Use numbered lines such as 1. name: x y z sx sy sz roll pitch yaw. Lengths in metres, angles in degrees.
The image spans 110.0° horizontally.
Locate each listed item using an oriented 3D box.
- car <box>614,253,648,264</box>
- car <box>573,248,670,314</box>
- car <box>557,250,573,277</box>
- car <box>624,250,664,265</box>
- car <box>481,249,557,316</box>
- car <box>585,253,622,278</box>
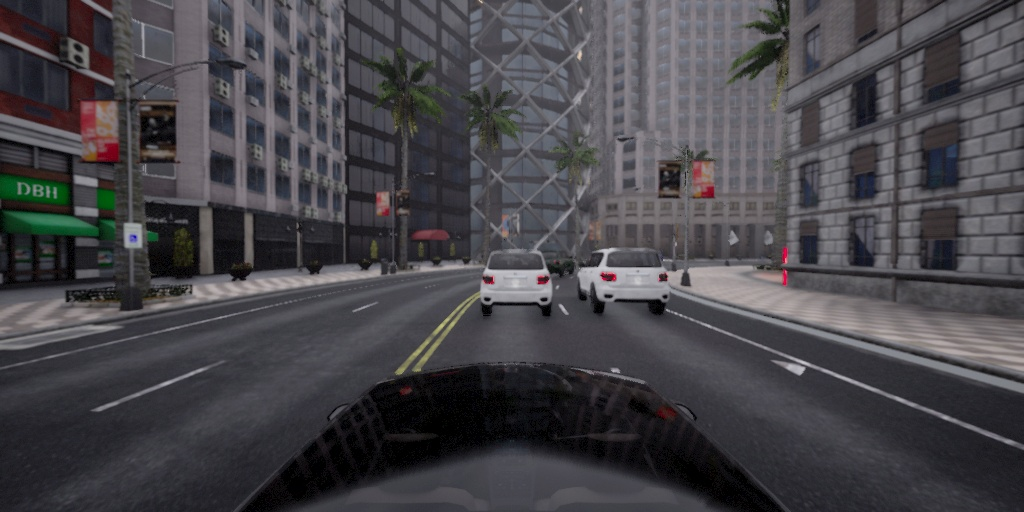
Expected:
1. car: 18.159 0.371 54.648 5.008 1.535 1.882 0 1 -25
2. car: 3.704 0.781 12.870 2.150 2.045 5.566 0 0 3
3. car: 3.441 0.543 28.313 2.150 2.045 5.566 0 1 22
4. car: 18.887 0.172 51.197 5.566 2.045 2.150 0 1 -26
5. car: 0.213 0.793 12.701 2.150 2.045 5.566 0 1 2
6. car: 7.291 0.671 28.263 2.097 1.767 4.553 0 1 23
